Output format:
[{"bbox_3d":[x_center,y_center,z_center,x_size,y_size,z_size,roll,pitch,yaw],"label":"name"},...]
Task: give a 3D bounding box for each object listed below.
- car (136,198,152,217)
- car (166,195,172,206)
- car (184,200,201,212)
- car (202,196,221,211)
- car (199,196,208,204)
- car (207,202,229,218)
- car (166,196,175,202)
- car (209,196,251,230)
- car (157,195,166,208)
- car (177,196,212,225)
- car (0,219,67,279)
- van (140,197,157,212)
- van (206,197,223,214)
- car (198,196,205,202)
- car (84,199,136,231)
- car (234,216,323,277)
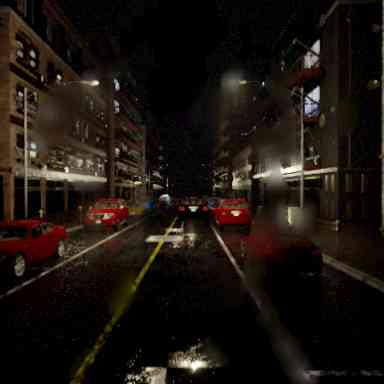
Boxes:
[{"bbox_3d":[-5.355,1.637,32.599,1.752,1.417,4.829,-1,0,0],"label":"car"},{"bbox_3d":[-5.381,1.759,61.026,2.008,1.369,4.403,-1,0,0],"label":"car"},{"bbox_3d":[0.061,1.706,41.937,1.994,1.385,4.181,0,0,0],"label":"car"},{"bbox_3d":[2.512,1.464,44.068,2.192,1.841,5.009,-1,0,0],"label":"car"},{"bbox_3d":[2.487,1.685,72.390,1.967,1.590,4.097,-1,0,0],"label":"car"},{"bbox_3d":[2.526,1.692,32.738,1.802,1.307,4.206,-1,0,0],"label":"car"},{"bbox_3d":[-5.402,1.810,83.461,1.752,1.417,4.829,-1,0,0],"label":"car"},{"bbox_3d":[2.533,1.387,21.411,2.192,1.841,5.009,-1,0,0],"label":"car"},{"bbox_3d":[-5.372,1.610,49.724,1.967,1.590,4.097,-1,0,0],"label":"car"},{"bbox_3d":[0.072,1.303,24.625,2.150,2.045,5.566,0,0,-1],"label":"car"},{"bbox_3d":[-5.333,1.581,10.165,1.887,1.381,4.507,-1,0,0],"label":"car"},{"bbox_3d":[-5.362,1.473,38.422,1.690,1.788,3.998,-1,0,0],"label":"van"},{"bbox_3d":[2.518,1.471,38.403,1.690,1.788,3.998,-1,0,0],"label":"van"},{"bbox_3d":[2.473,1.885,89.382,1.802,1.307,4.206,-1,0,0],"label":"car"},{"bbox_3d":[-5.347,1.389,21.467,2.192,1.841,5.009,-1,0,0],"label":"car"},{"bbox_3d":[2.548,1.616,10.081,1.802,1.307,4.206,-1,0,0],"label":"car"}]
